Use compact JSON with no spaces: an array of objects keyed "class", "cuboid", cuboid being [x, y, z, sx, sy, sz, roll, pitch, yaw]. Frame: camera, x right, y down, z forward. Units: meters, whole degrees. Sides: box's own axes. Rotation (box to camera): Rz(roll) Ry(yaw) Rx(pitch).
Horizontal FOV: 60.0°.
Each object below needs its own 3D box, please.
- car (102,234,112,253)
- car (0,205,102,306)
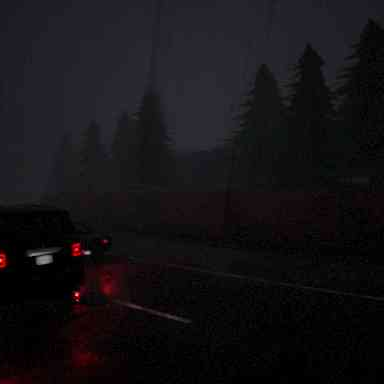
[{"class":"car","cuboid":[-5.156,1.762,12.584,4.718,1.301,1.895,-1,-1,41]},{"class":"car","cuboid":[-4.707,1.321,7.609,5.566,2.045,2.150,-1,-1,39]}]
